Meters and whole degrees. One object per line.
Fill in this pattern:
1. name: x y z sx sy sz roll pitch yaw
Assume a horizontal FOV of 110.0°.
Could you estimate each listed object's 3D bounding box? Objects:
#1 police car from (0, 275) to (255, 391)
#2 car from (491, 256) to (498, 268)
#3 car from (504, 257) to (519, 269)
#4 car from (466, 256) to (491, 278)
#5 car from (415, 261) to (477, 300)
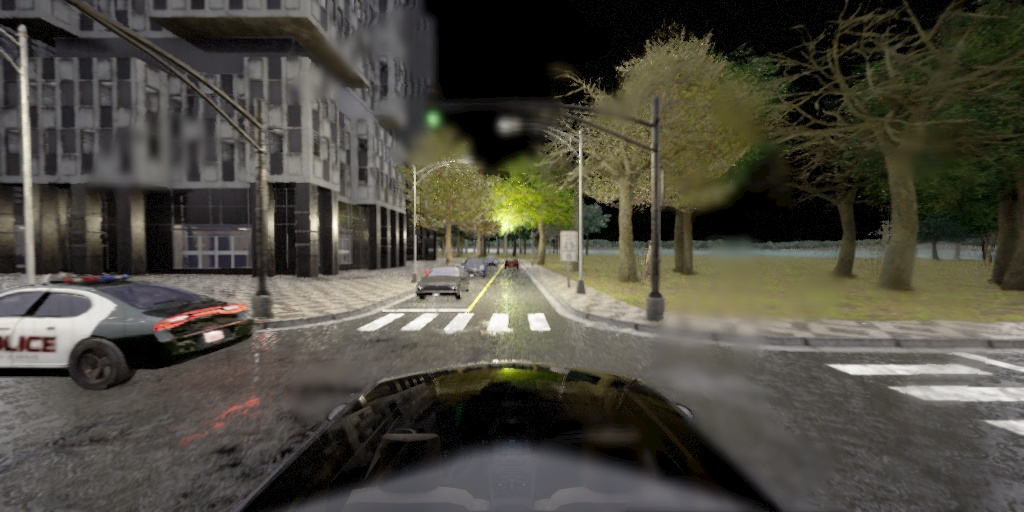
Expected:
1. police car: -7.349 1.133 5.974 4.974 1.542 2.038 0 1 0
2. car: -3.079 0.793 51.961 2.097 1.767 4.553 0 1 0
3. car: -0.057 0.934 47.696 1.882 1.535 5.008 0 0 0
4. car: -3.114 0.896 29.810 2.097 1.767 4.553 0 0 0
5. car: -3.094 1.162 17.154 2.033 1.411 5.357 0 0 -1
